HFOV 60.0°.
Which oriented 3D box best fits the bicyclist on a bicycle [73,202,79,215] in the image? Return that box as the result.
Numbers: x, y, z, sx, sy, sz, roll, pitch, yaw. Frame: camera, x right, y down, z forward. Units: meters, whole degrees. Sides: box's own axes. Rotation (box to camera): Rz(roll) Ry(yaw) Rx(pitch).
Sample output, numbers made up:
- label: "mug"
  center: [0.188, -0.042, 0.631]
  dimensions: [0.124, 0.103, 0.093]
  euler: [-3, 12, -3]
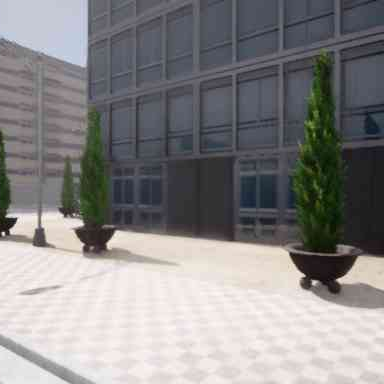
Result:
- label: "bicyclist on a bicycle"
  center: [-10.585, 1.250, 29.740]
  dimensions: [1.656, 1.620, 0.582]
  euler: [0, 0, 36]
